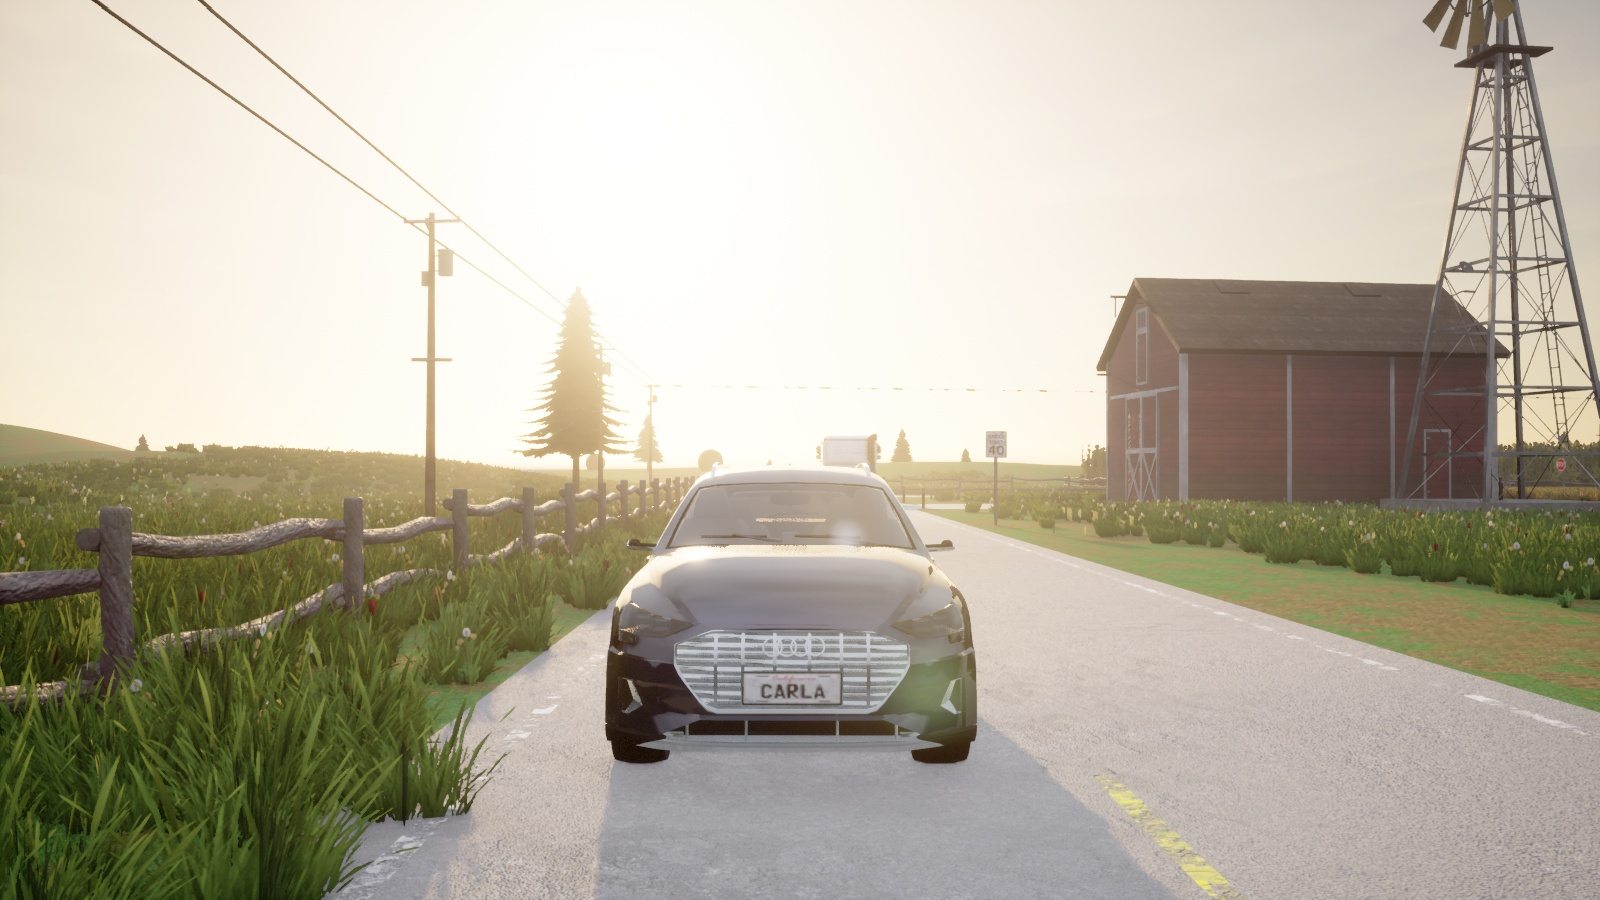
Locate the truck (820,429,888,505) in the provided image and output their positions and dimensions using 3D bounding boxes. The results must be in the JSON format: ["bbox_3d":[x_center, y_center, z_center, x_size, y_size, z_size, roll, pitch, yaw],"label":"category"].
[{"bbox_3d":[2.539,0.852,61.477,2.891,3.462,7.936,0,-1,-1],"label":"truck"}]

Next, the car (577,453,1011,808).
[{"bbox_3d":[-0.057,0.884,8.319,2.033,1.649,4.856,0,-1,-1],"label":"car"}]
